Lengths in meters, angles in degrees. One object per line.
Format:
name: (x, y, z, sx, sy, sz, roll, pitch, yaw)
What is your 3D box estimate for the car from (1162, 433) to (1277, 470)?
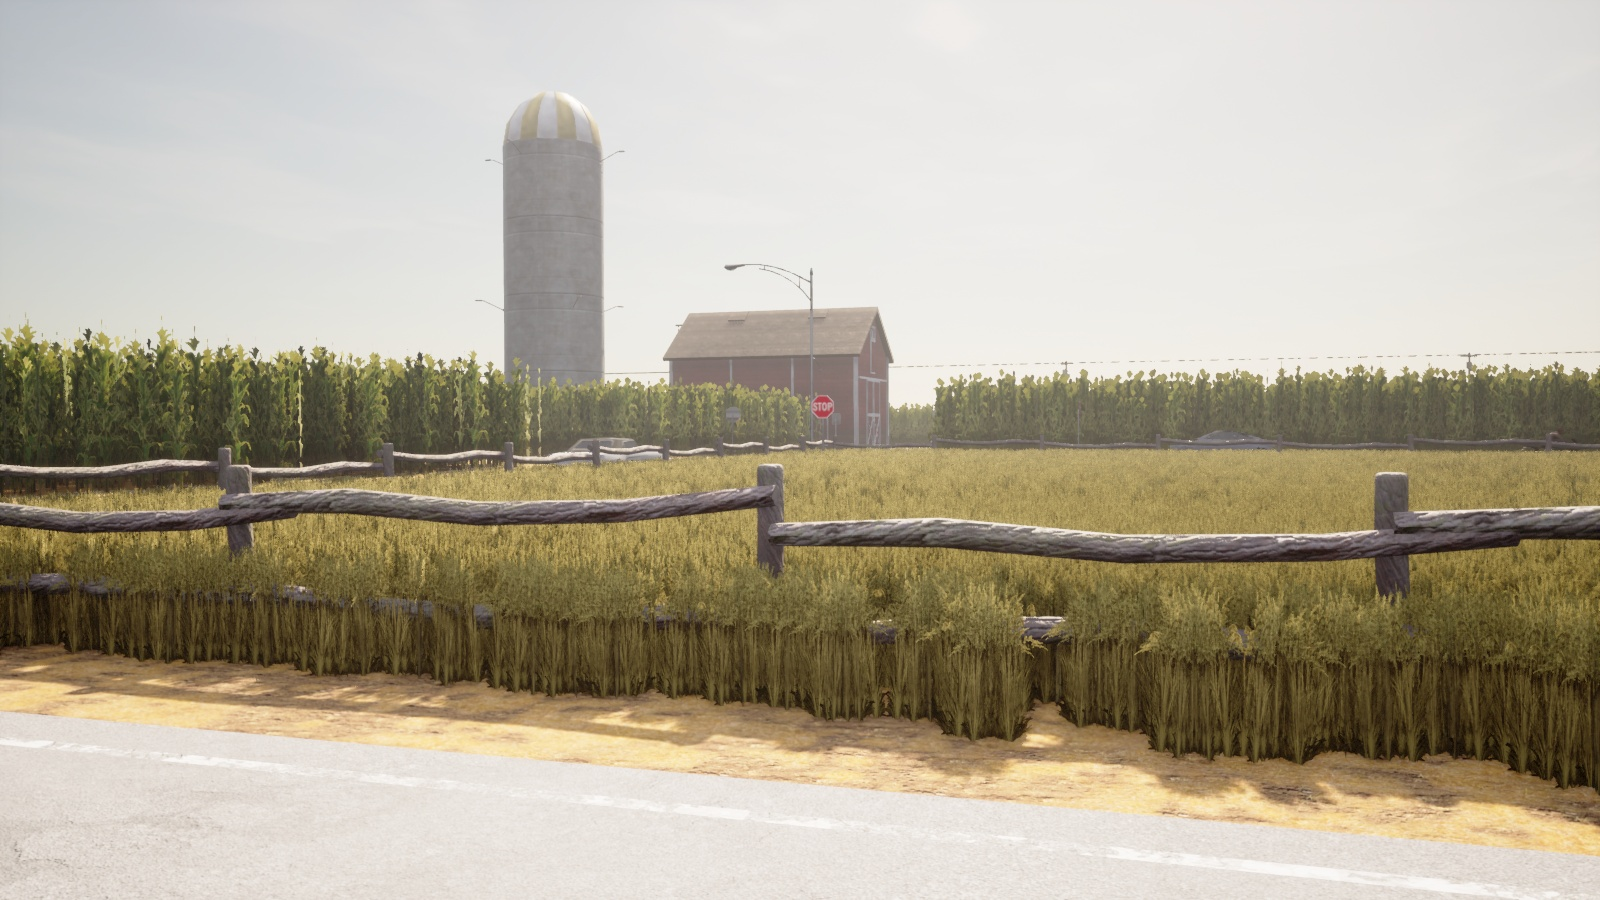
car: (16.500, 0.030, 49.485, 4.181, 1.385, 1.994, 1, 1, 19)

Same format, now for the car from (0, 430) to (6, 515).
car: (-15.350, 0.408, 20.350, 1.970, 1.475, 3.806, 1, 1, 19)

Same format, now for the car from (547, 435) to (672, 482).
car: (-5.802, 0.228, 38.894, 1.895, 1.301, 4.718, 1, 1, 19)

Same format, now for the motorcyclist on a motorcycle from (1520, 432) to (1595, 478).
motorcyclist on a motorcycle: (25.917, 0.167, 42.977, 2.044, 1.523, 0.797, 1, 1, 19)
